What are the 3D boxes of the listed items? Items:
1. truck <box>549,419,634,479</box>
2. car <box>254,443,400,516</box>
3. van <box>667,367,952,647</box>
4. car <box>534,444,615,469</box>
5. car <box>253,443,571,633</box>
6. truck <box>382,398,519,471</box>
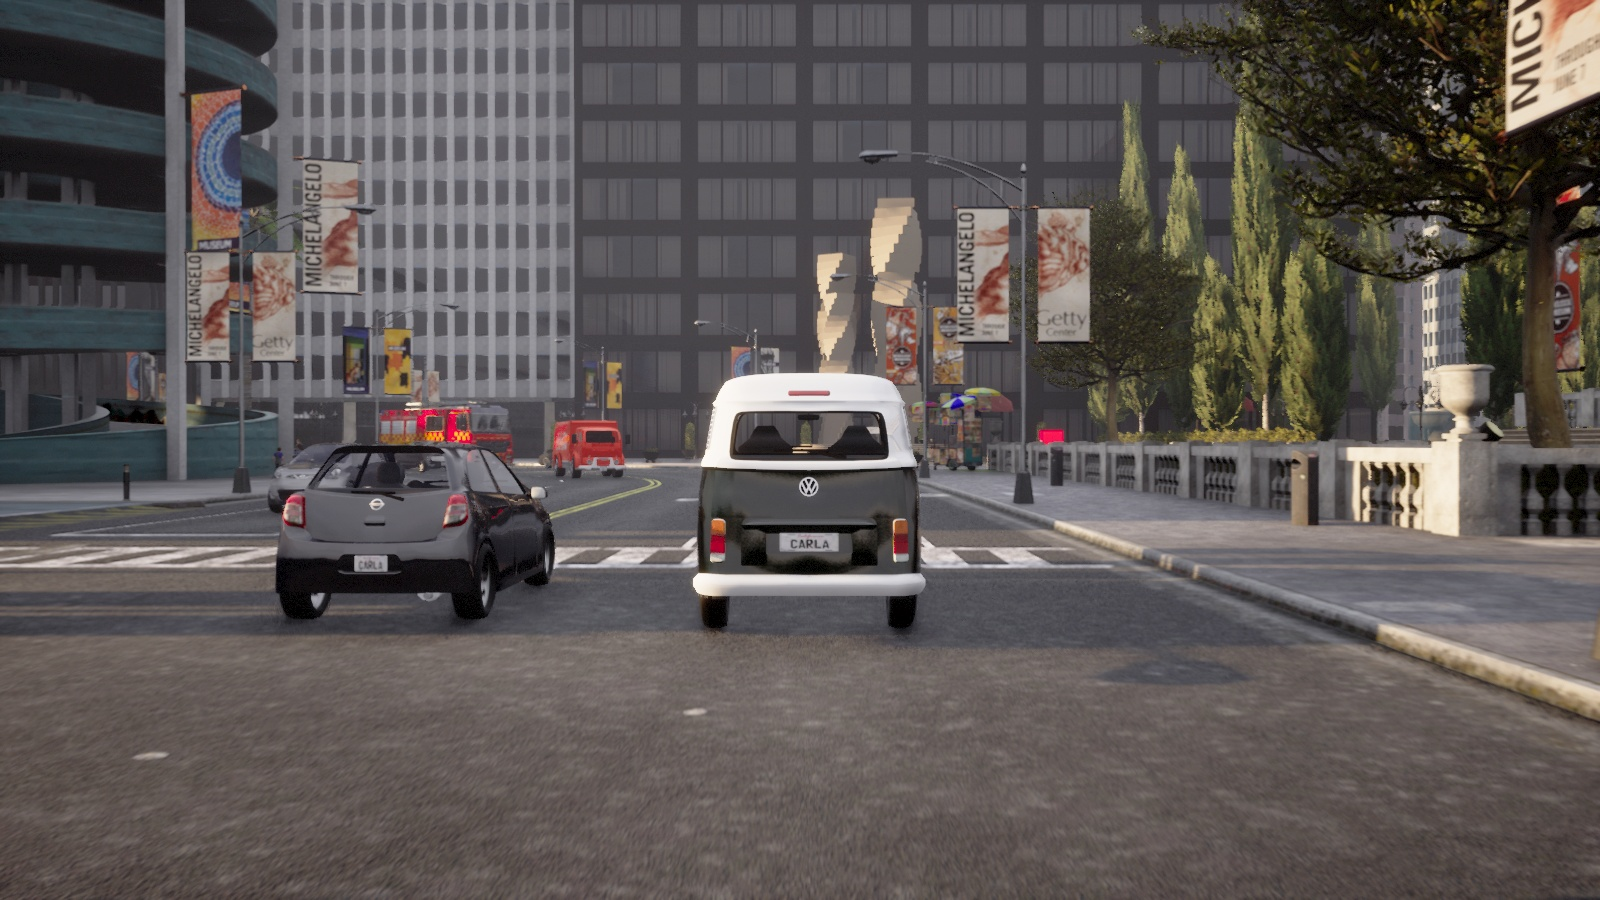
[{"bbox_3d":[-9.121,-0.055,54.516,2.627,2.467,5.204,0,0,-22],"label":"truck"},{"bbox_3d":[-10.334,0.596,27.701,1.845,1.501,3.633,0,0,0],"label":"car"},{"bbox_3d":[0.080,0.406,11.387,2.069,2.038,4.480,0,0,0],"label":"van"},{"bbox_3d":[-13.266,0.369,73.571,2.033,1.411,5.357,0,0,-44],"label":"car"},{"bbox_3d":[-3.418,0.691,11.811,1.845,1.501,3.633,0,0,0],"label":"car"},{"bbox_3d":[-19.525,-0.827,69.831,8.468,3.827,2.891,0,0,38],"label":"truck"}]
